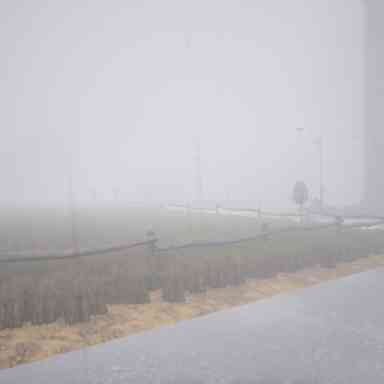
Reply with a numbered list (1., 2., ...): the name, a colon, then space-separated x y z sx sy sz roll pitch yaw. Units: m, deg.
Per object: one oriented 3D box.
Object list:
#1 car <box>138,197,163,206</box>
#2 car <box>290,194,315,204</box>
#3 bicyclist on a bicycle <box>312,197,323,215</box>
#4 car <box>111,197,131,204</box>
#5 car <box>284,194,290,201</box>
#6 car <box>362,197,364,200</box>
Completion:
1. car: -5.917 1.449 47.387 1.882 1.535 5.008 0 0 -35
2. car: 20.657 1.410 59.790 2.242 1.667 4.611 0 0 -36
3. bicyclist on a bicycle: 11.310 1.266 30.001 1.656 1.620 0.582 0 0 -36
4. car: -11.835 1.497 55.489 1.812 1.442 4.674 0 0 -36
5. car: 24.131 1.220 78.765 1.932 1.855 4.605 0 0 -36
6. car: 40.184 1.208 74.095 1.905 1.878 3.866 0 0 -36
